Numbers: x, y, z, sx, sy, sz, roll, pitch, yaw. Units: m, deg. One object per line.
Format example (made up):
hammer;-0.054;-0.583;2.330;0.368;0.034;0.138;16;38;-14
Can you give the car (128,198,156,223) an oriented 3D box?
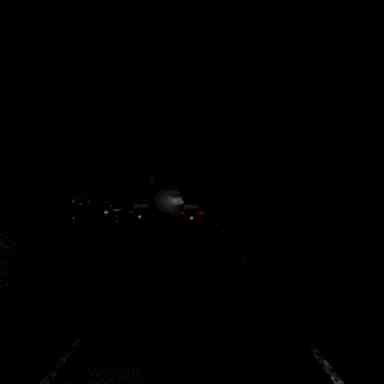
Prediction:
car;-3.715;1.483;25.036;1.812;1.442;4.674;0;1;-3

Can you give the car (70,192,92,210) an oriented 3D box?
car;-13.273;0.992;39.980;2.150;2.045;5.566;0;1;-17

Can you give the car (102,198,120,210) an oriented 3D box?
car;-9.726;1.358;39.960;1.994;1.385;4.181;0;1;-15

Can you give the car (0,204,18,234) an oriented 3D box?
car;-10.515;1.372;16.193;2.097;1.767;4.553;0;0;0

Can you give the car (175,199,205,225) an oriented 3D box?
car;-0.121;1.496;23.900;1.812;1.442;4.674;0;1;-2

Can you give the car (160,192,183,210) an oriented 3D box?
car;-2.557;1.041;40.919;2.150;2.045;5.566;0;0;-14
